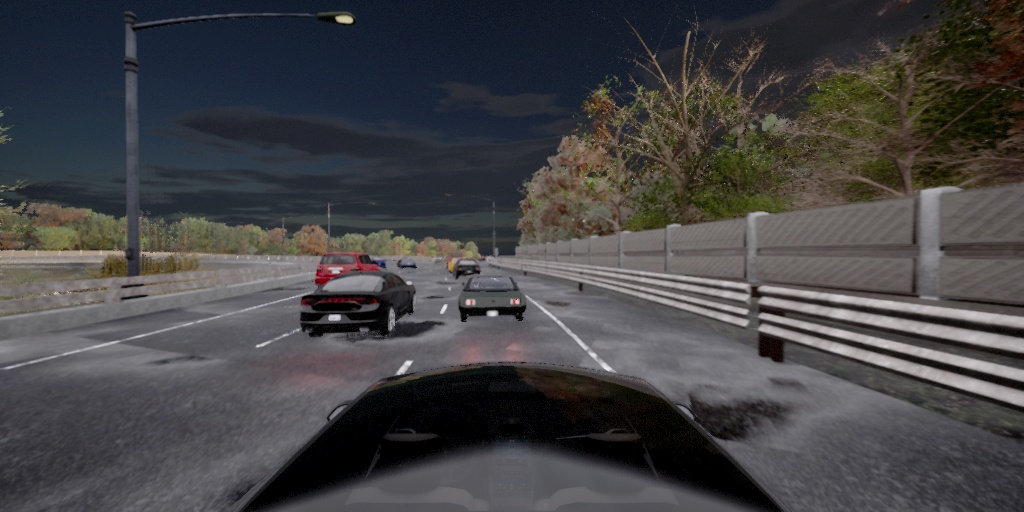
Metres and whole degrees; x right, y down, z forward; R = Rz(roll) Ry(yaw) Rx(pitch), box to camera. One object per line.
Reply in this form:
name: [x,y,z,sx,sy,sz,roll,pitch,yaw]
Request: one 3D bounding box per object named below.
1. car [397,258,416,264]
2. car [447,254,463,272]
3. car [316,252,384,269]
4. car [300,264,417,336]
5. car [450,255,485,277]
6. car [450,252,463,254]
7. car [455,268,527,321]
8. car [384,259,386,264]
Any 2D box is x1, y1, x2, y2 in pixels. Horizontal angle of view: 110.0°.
car: [-13.811,0.900,46.808,1.994,1.385,4.181,0,1,-25]
car: [-5.438,0.892,36.600,1.882,1.535,5.008,0,1,-12]
car: [-8.721,0.818,19.395,2.150,2.045,5.566,0,1,-10]
car: [-4.011,1.154,10.185,1.882,1.535,5.008,0,1,-4]
car: [-3.646,0.968,28.543,1.882,1.535,5.008,0,1,-13]
car: [-7.206,0.546,46.340,2.150,2.045,5.566,0,1,-8]
car: [-0.729,1.251,11.907,1.895,1.301,4.718,0,1,-5]
car: [-17.526,0.825,46.462,1.882,1.535,5.008,0,1,-25]
